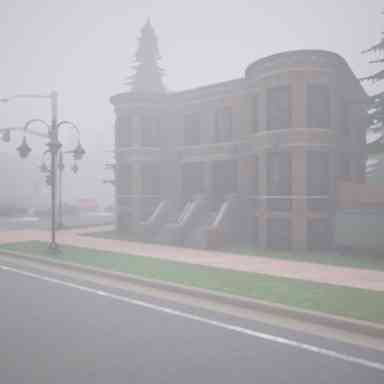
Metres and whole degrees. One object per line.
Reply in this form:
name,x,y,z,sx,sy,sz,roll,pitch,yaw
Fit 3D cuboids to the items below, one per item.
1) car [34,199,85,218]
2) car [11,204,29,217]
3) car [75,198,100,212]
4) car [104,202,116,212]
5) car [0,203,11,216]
car,-12.815,1.672,31.805,1.994,1.385,4.181,0,0,34
car,-17.839,1.722,30.670,1.895,1.301,4.718,0,0,35
car,-12.843,1.474,38.043,2.097,1.767,4.553,0,0,33
car,-8.233,1.674,38.845,1.994,1.385,4.181,0,0,31
car,-7.712,1.266,9.494,5.566,2.045,2.150,0,0,36
